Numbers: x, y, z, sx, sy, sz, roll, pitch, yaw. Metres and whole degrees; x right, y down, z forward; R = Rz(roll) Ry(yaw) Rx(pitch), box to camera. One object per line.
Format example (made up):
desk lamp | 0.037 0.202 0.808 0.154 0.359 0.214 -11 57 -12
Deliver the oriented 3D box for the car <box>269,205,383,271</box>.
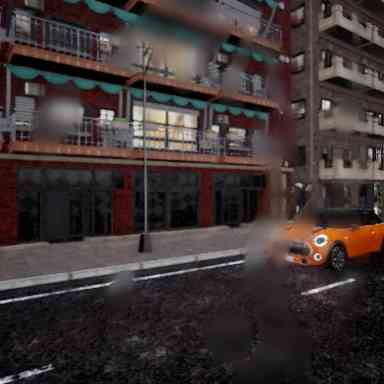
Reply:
car | 4.655 1.345 10.999 4.553 1.767 2.097 0 0 -35
